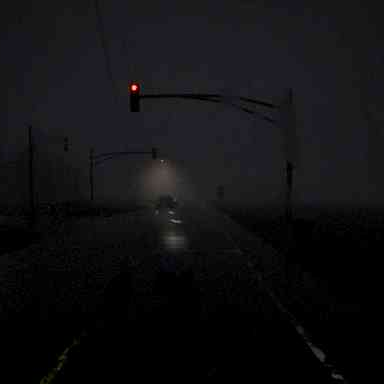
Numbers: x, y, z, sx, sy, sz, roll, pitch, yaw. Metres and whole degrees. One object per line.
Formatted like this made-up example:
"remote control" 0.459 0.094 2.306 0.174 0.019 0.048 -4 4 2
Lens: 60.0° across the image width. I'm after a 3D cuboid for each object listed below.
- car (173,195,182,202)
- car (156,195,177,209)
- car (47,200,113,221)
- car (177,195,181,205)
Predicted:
"car" -3.257 1.462 75.066 1.994 1.385 4.181 0 0 0
"car" -3.449 1.320 43.560 2.097 1.767 4.553 0 0 0
"car" -8.821 1.408 26.346 4.902 1.511 2.128 0 1 -21
"car" -3.412 1.306 53.734 2.097 1.767 4.553 0 0 0
